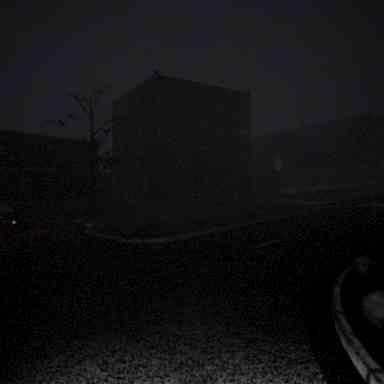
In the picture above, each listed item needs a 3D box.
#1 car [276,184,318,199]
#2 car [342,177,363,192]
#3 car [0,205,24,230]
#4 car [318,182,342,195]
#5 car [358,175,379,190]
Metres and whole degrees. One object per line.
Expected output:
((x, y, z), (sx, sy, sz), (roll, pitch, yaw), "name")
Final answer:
((12.421, -0.092, 40.139), (5.366, 1.575, 1.946), (-5, 3, -36), "car")
((21.322, -0.822, 46.643), (5.366, 1.575, 1.946), (-5, 3, -36), "car")
((-11.758, 1.494, 19.440), (4.674, 1.442, 1.812), (-1, 0, 31), "car")
((16.873, -0.458, 43.386), (5.366, 1.575, 1.946), (-5, 3, -36), "car")
((25.987, -1.452, 50.054), (5.566, 2.045, 2.435), (-5, 3, -36), "car")
